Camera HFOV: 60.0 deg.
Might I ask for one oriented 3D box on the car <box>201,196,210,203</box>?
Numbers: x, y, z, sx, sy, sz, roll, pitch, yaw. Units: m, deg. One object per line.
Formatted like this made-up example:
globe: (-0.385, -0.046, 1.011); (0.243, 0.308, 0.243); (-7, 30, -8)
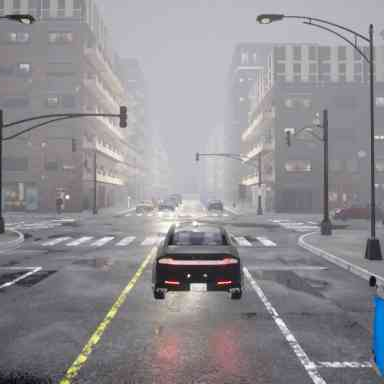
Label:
car: (2.863, 1.612, 73.702); (1.802, 1.307, 4.206); (1, 0, 0)

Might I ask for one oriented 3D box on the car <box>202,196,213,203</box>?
car: (2.802, 1.567, 45.489); (2.008, 1.369, 4.403); (1, 0, 0)

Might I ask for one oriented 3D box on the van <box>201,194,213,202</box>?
van: (2.830, 1.362, 56.774); (1.690, 1.788, 3.998); (1, 0, 0)

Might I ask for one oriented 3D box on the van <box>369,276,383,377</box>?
van: (2.678, 1.342, 1.900); (1.690, 1.788, 3.998); (1, 0, 0)

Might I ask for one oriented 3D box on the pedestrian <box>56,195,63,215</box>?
pedestrian: (-12.471, 1.217, 31.322); (0.375, 1.860, 0.375); (0, -1, 1)

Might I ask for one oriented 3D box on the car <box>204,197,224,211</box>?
car: (2.790, 1.580, 39.847); (1.947, 1.339, 4.313); (1, 0, 0)

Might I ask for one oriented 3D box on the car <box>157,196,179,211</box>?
car: (-3.012, 1.562, 40.843); (2.033, 1.411, 5.357); (0, 0, 0)

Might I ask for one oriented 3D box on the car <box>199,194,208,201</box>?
car: (2.892, 1.352, 84.987); (2.192, 1.841, 5.009); (1, 0, 0)

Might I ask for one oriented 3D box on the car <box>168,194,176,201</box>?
car: (-5.478, 1.480, 90.649); (1.967, 1.590, 4.097); (1, 0, 0)

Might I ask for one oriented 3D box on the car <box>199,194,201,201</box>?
car: (2.852, 1.552, 68.230); (1.752, 1.417, 4.829); (1, 0, 0)

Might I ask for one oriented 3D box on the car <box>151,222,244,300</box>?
car: (0.119, 1.494, 8.389); (2.128, 1.511, 4.902); (0, 0, 0)

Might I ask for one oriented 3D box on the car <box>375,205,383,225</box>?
car: (13.581, 1.583, 19.627); (4.313, 1.339, 1.947); (0, -1, 1)

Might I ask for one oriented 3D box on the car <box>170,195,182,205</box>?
car: (-2.983, 1.544, 50.747); (1.812, 1.442, 4.674); (0, 0, 0)

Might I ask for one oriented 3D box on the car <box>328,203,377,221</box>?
car: (13.703, 1.608, 28.008); (4.097, 1.590, 1.967); (0, -1, 1)

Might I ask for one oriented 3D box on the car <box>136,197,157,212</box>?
car: (-5.590, 1.539, 39.695); (1.752, 1.417, 4.829); (1, 0, 0)

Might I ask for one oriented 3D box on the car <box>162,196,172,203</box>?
car: (-5.516, 1.575, 73.721); (1.887, 1.381, 4.507); (1, 0, 0)

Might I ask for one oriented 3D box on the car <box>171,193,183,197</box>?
car: (-2.929, 1.245, 61.484); (2.150, 2.045, 5.566); (0, 0, 1)

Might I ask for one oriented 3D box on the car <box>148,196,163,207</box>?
car: (-5.564, 1.459, 51.150); (1.967, 1.590, 4.097); (1, 0, 0)
